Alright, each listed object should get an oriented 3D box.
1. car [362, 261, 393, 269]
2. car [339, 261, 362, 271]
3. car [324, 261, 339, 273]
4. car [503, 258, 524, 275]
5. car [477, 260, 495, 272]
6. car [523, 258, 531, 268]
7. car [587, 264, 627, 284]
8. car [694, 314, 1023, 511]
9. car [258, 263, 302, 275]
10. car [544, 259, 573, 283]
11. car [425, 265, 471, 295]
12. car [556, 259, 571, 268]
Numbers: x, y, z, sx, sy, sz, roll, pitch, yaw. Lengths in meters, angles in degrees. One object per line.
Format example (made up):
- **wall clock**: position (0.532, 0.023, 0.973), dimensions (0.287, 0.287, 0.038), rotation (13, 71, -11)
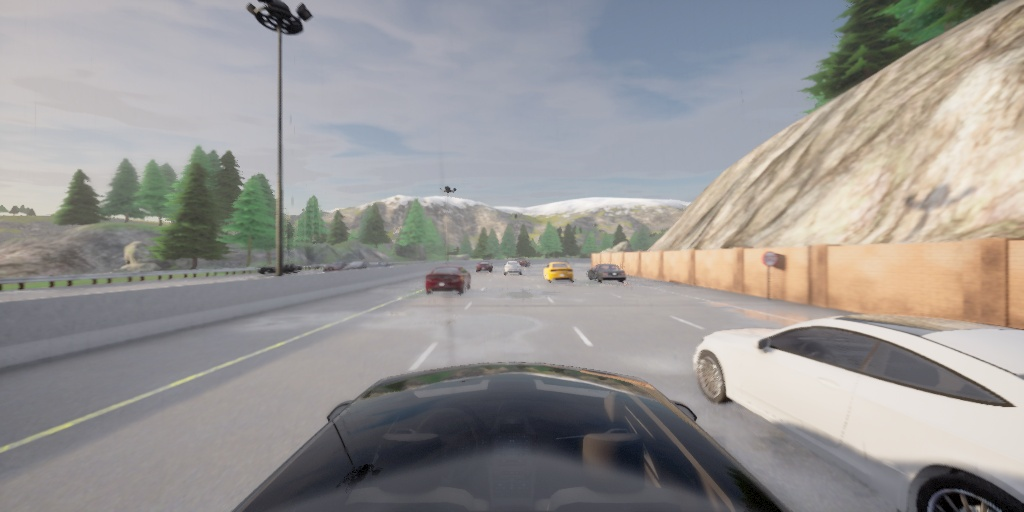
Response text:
- **car**: position (-14.069, 1.315, 38.628), dimensions (1.994, 1.385, 4.181), rotation (0, 0, 0)
- **car**: position (-17.555, 1.276, 41.231), dimensions (1.812, 1.442, 4.674), rotation (0, 0, 1)
- **car**: position (-21.062, 1.314, 43.701), dimensions (1.994, 1.385, 4.181), rotation (0, 0, 0)
- **car**: position (0.099, 1.276, 39.376), dimensions (1.812, 1.442, 4.674), rotation (0, 0, 0)
- **car**: position (-3.375, 1.276, 45.127), dimensions (1.812, 1.442, 4.674), rotation (0, 0, 1)
- **car**: position (2.011, 1.103, 62.463), dimensions (2.097, 1.767, 4.553), rotation (0, 0, 14)
- **car**: position (7.098, 1.298, 27.325), dimensions (2.033, 1.411, 5.357), rotation (0, 0, 0)
- **car**: position (3.597, 1.276, 3.356), dimensions (1.812, 1.442, 4.674), rotation (0, 0, 0)
- **car**: position (-24.569, 1.351, 38.065), dimensions (1.895, 1.301, 4.718), rotation (0, 0, 0)
- **car**: position (3.601, 1.228, 28.305), dimensions (1.882, 1.535, 5.008), rotation (0, 0, 0)
- **car**: position (-3.397, 1.228, 19.828), dimensions (1.882, 1.535, 5.008), rotation (0, 0, 0)
- **car**: position (9.035, 1.242, 62.590), dimensions (2.128, 1.511, 4.902), rotation (0, 0, 14)
